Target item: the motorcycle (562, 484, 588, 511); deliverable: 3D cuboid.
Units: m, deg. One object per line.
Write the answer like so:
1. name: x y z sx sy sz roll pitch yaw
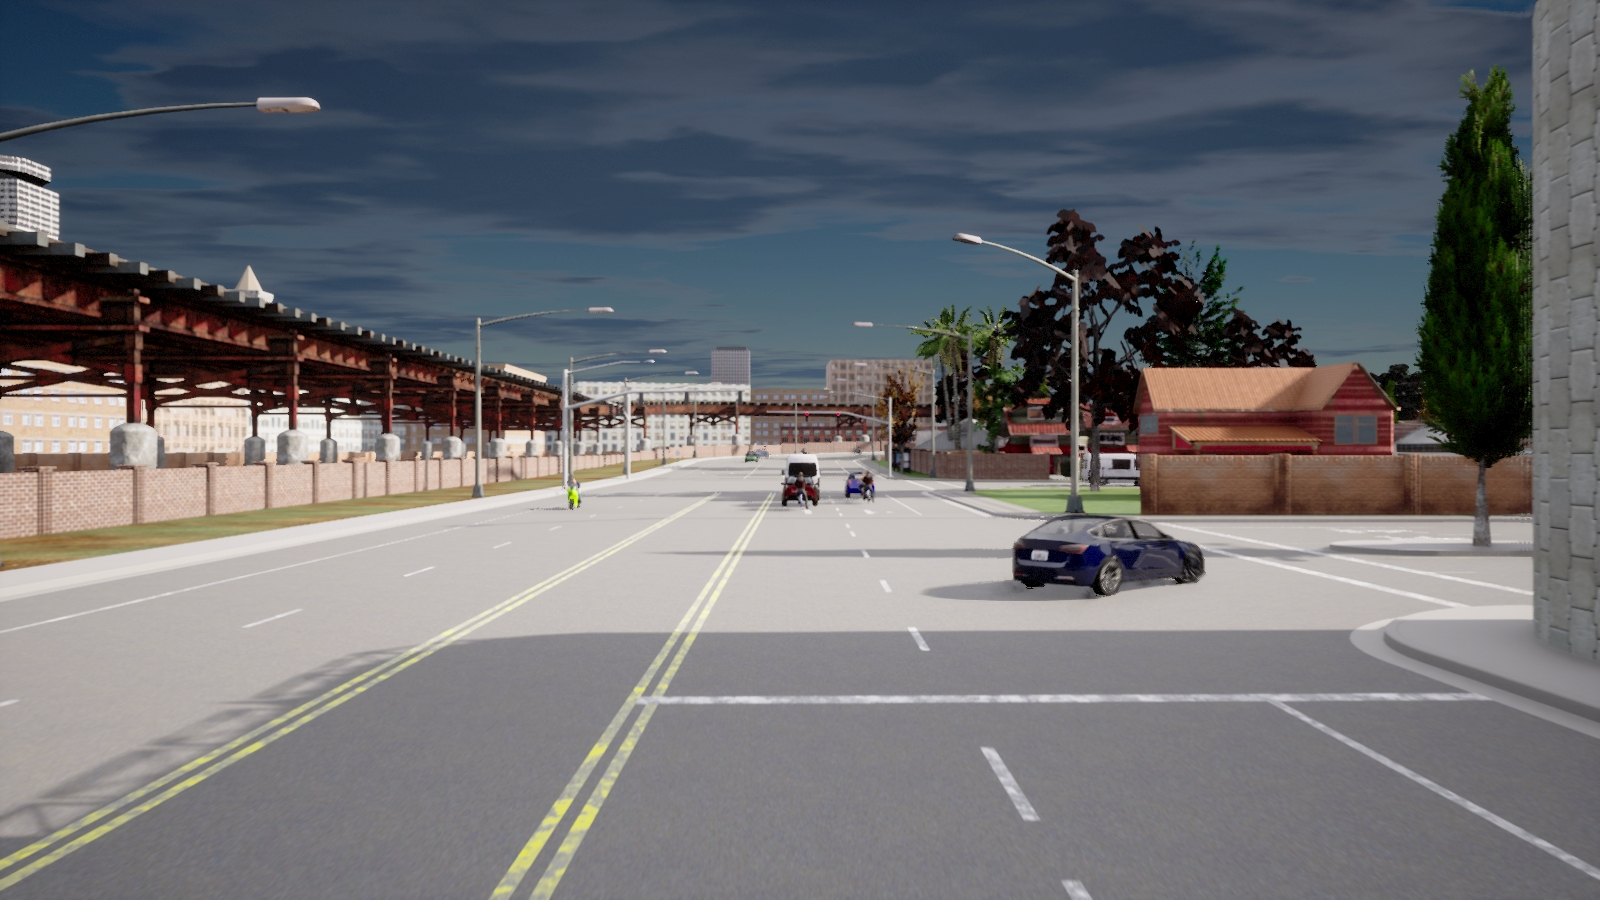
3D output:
1. motorcycle: -10.470 2.207 53.127 0.803 1.145 2.033 0 0 0

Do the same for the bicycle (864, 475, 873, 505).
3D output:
1. bicycle: 3.538 2.042 59.129 0.329 1.496 1.835 0 0 0

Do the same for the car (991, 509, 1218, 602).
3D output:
1. car: 6.307 2.060 23.378 4.792 1.488 2.163 0 0 -41

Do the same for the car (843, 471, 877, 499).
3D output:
1. car: 3.500 2.031 67.353 1.845 1.501 3.633 0 0 0

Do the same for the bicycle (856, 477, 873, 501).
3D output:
1. bicycle: 3.530 2.139 62.757 0.859 1.301 1.487 0 0 -1

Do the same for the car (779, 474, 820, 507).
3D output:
1. car: -0.009 2.034 58.052 2.007 1.525 4.514 0 0 0

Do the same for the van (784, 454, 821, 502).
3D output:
1. van: 0.100 1.528 65.032 1.988 2.561 5.915 0 0 -1

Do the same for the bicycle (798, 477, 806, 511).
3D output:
1. bicycle: 0.077 2.040 52.846 0.329 1.496 1.835 -1 0 0
